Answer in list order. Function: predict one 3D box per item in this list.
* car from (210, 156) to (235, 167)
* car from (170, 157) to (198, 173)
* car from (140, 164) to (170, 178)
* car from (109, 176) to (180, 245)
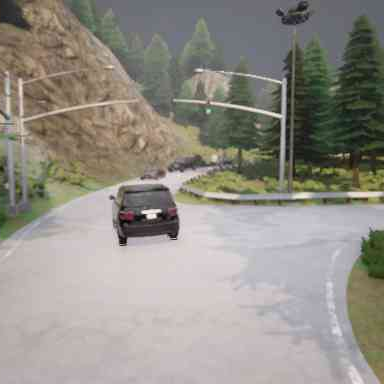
[{"bbox_3d":[5.089,-5.131,55.261,4.553,1.767,2.097,-10,10,-42],"label":"car"},{"bbox_3d":[-1.252,-3.922,47.477,2.150,2.045,5.566,3,10,31],"label":"car"},{"bbox_3d":[-4.459,-2.174,38.592,1.994,1.385,4.181,1,9,14],"label":"car"},{"bbox_3d":[-2.050,0.671,13.450,2.150,2.045,5.566,-4,6,-16],"label":"car"}]
